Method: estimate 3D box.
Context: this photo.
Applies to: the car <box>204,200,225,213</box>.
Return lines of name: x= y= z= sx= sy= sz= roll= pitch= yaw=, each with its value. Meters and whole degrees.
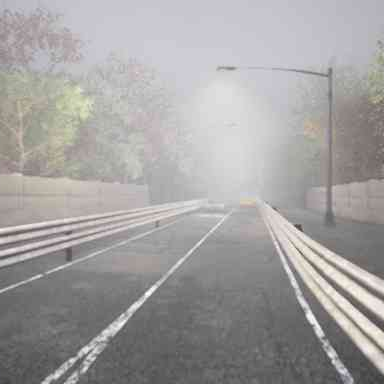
car: x=2.518 y=1.530 z=36.380 sx=1.895 sy=1.301 sz=4.718 roll=0 pitch=0 yaw=10

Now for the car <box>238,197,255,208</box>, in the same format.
car: x=8.075 y=1.463 z=48.427 sx=1.882 sy=1.535 sz=5.008 roll=0 pitch=0 yaw=10

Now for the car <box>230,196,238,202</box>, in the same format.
car: x=9.833 y=1.663 z=76.643 sx=2.033 sy=1.411 sz=5.357 roll=0 pitch=-1 yaw=10

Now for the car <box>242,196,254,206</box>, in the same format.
car: x=9.895 y=1.541 z=58.579 sx=1.882 sy=1.535 sz=5.008 roll=0 pitch=-1 yaw=10
